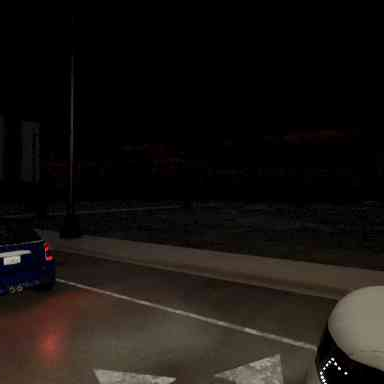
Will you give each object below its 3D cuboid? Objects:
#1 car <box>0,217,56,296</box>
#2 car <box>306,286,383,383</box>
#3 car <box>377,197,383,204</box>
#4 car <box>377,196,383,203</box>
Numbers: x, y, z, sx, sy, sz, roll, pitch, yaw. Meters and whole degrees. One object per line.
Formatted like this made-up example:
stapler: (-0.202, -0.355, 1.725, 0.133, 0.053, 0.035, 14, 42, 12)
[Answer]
car: (-5.229, 1.347, 7.731, 4.553, 1.767, 2.097, 0, 0, 36)
car: (3.444, 1.220, 1.532, 5.566, 2.045, 2.150, 0, 0, 36)
car: (39.880, 1.735, 67.935, 2.038, 1.542, 4.974, 1, 1, 6)
car: (39.887, 1.577, 67.985, 1.853, 1.218, 4.536, 1, 1, 6)
